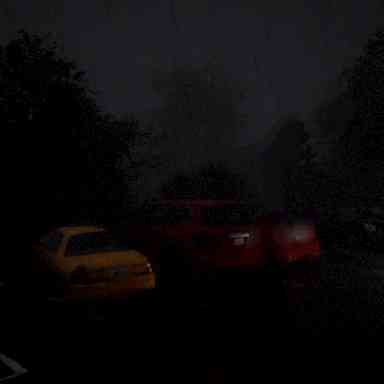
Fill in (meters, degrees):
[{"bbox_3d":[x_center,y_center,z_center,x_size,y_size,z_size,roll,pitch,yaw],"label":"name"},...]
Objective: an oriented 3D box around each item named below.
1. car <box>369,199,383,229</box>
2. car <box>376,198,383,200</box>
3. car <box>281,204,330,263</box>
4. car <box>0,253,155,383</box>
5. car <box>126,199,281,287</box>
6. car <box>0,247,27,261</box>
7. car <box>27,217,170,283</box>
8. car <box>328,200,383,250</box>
[{"bbox_3d":[13.259,1.336,19.481,2.185,1.767,4.553,0,0,-36],"label":"car"},{"bbox_3d":[8.586,1.341,16.224,2.185,1.767,4.553,0,0,-36],"label":"car"},{"bbox_3d":[1.923,1.348,11.394,2.185,1.767,4.553,0,0,-35],"label":"car"},{"bbox_3d":[-2.741,1.508,1.992,4.892,1.490,1.837,1,0,-35],"label":"car"},{"bbox_3d":[-0.481,1.225,9.753,2.435,2.045,5.566,0,0,-36],"label":"car"},{"bbox_3d":[-4.899,1.480,6.572,2.097,1.535,5.008,0,0,-36],"label":"car"},{"bbox_3d":[-2.839,1.475,8.263,1.946,1.575,5.366,0,0,-36],"label":"car"},{"bbox_3d":[6.319,1.343,14.607,2.185,1.767,4.553,0,0,-36],"label":"car"}]
